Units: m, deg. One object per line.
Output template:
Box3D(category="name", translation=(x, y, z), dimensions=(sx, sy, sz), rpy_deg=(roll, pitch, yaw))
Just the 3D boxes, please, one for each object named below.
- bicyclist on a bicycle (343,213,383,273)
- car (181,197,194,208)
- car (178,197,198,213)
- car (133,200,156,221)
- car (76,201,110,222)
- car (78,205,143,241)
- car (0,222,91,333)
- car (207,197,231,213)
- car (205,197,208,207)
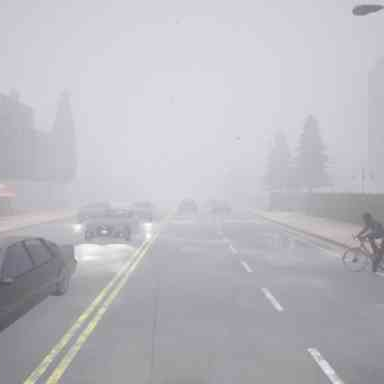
Box3D(category="bicyclist on a bicycle", translation=(4.964, 1.405, 9.140), dimensions=(1.656, 1.620, 0.582), rpy_deg=(0, 0, -1))
Box3D(category="car", translation=(-0.619, 1.437, 47.701), dimensions=(1.837, 1.490, 4.892), rpy_deg=(0, 0, 0))
Box3D(category="car", translation=(-0.418, 1.441, 35.769), dimensions=(2.128, 1.511, 4.902), rpy_deg=(0, 0, 0))
Box3D(category="car", translation=(-3.937, 1.468, 26.521), dimensions=(1.837, 1.490, 4.892), rpy_deg=(0, 0, -1))
Box3D(category="car", translation=(-7.345, 1.477, 25.574), dimensions=(1.837, 1.490, 4.892), rpy_deg=(0, 0, -1))
Box3D(category="car", translation=(-3.807, 1.541, 16.354), dimensions=(1.994, 1.385, 4.181), rpy_deg=(0, 0, -1))
Box3D(category="car", translation=(-3.660, 1.540, 5.896), dimensions=(2.033, 1.411, 5.357), rpy_deg=(0, 0, -1))
Box3D(category="car", translation=(3.106, 1.496, 36.330), dimensions=(2.033, 1.411, 5.357), rpy_deg=(0, 0, -1))
Box3D(category="car", translation=(2.931, 1.409, 48.426), dimensions=(1.882, 1.535, 5.008), rpy_deg=(0, 0, -1))
